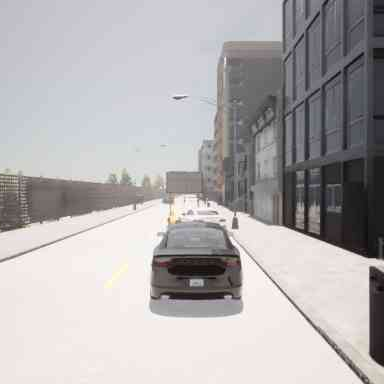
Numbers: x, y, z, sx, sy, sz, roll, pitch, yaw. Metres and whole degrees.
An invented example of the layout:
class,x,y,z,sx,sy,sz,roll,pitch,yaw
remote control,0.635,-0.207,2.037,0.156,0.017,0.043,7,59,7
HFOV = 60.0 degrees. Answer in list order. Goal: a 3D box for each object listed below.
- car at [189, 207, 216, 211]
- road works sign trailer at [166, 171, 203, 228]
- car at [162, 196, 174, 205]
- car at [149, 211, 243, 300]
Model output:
class,x,y,z,sx,sy,sz,roll,pitch,yaw
car,0.520,1.539,17.795,1.812,1.442,4.674,0,-1,-11
road works sign trailer,-0.515,0.464,21.272,2.380,3.560,2.880,0,0,-16
car,-4.089,1.504,58.065,1.837,1.490,4.892,0,0,0
car,0.086,1.478,8.448,1.882,1.535,5.008,0,0,0
